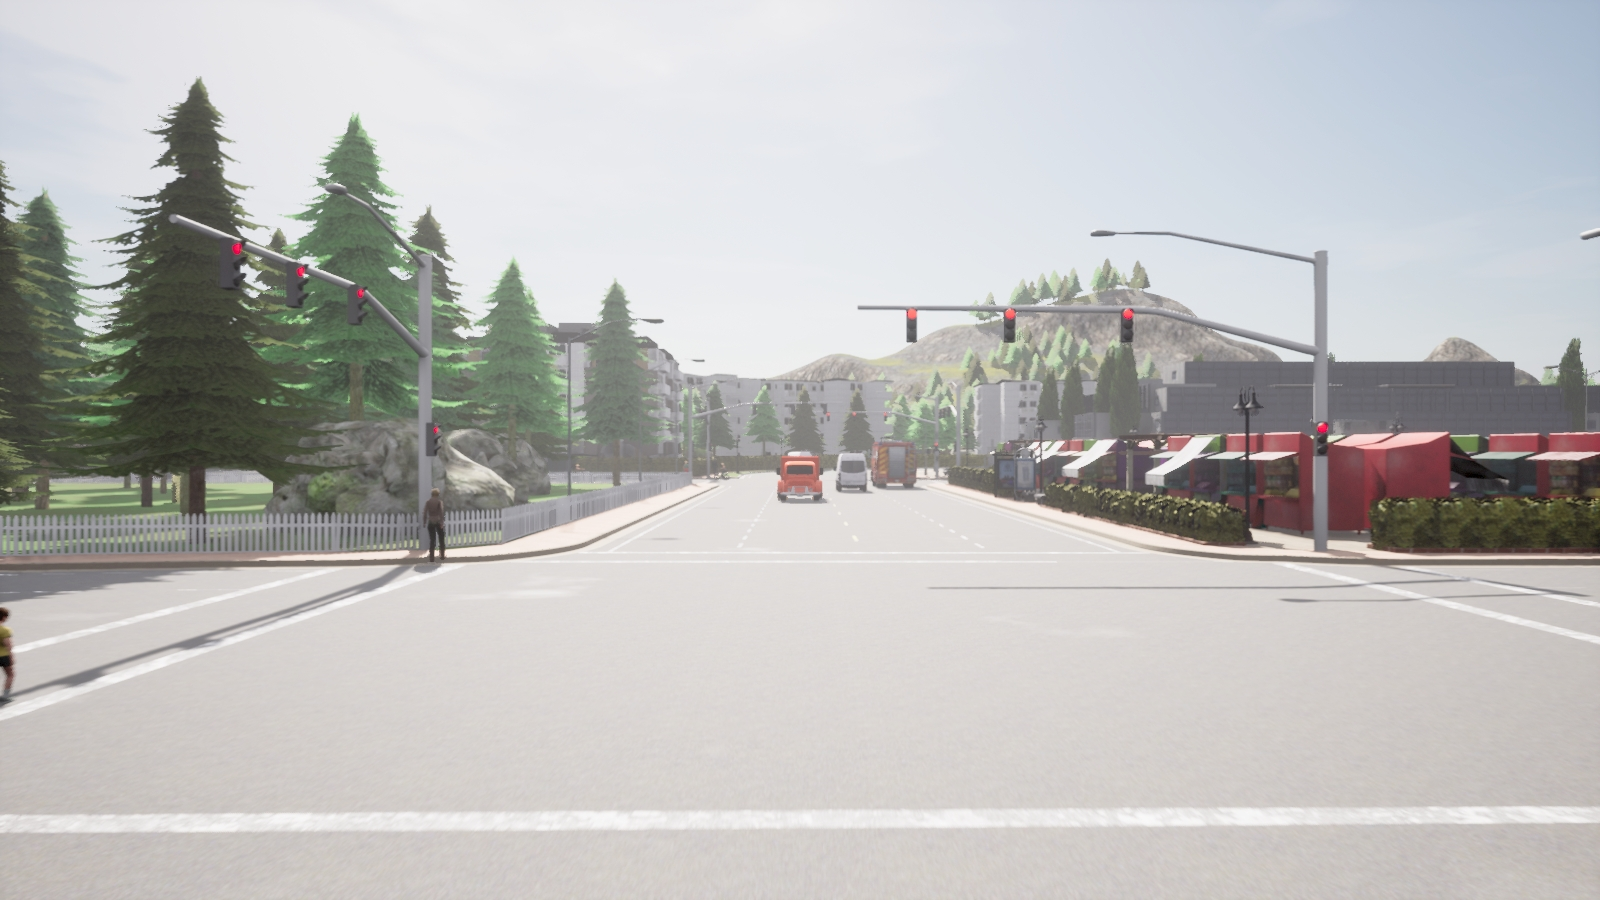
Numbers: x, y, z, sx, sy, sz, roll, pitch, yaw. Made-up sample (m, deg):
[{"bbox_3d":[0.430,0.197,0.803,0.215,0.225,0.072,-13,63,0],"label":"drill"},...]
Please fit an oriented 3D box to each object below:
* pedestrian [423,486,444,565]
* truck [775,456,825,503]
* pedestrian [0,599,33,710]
[{"bbox_3d":[-8.778,1.799,27.377,0.375,1.860,0.375,0,0,-2],"label":"pedestrian"},{"bbox_3d":[-0.004,1.568,63.066,2.627,2.467,5.204,0,0,0],"label":"truck"},{"bbox_3d":[-8.628,2.173,12.233,0.500,1.100,0.500,0,0,0],"label":"pedestrian"}]
